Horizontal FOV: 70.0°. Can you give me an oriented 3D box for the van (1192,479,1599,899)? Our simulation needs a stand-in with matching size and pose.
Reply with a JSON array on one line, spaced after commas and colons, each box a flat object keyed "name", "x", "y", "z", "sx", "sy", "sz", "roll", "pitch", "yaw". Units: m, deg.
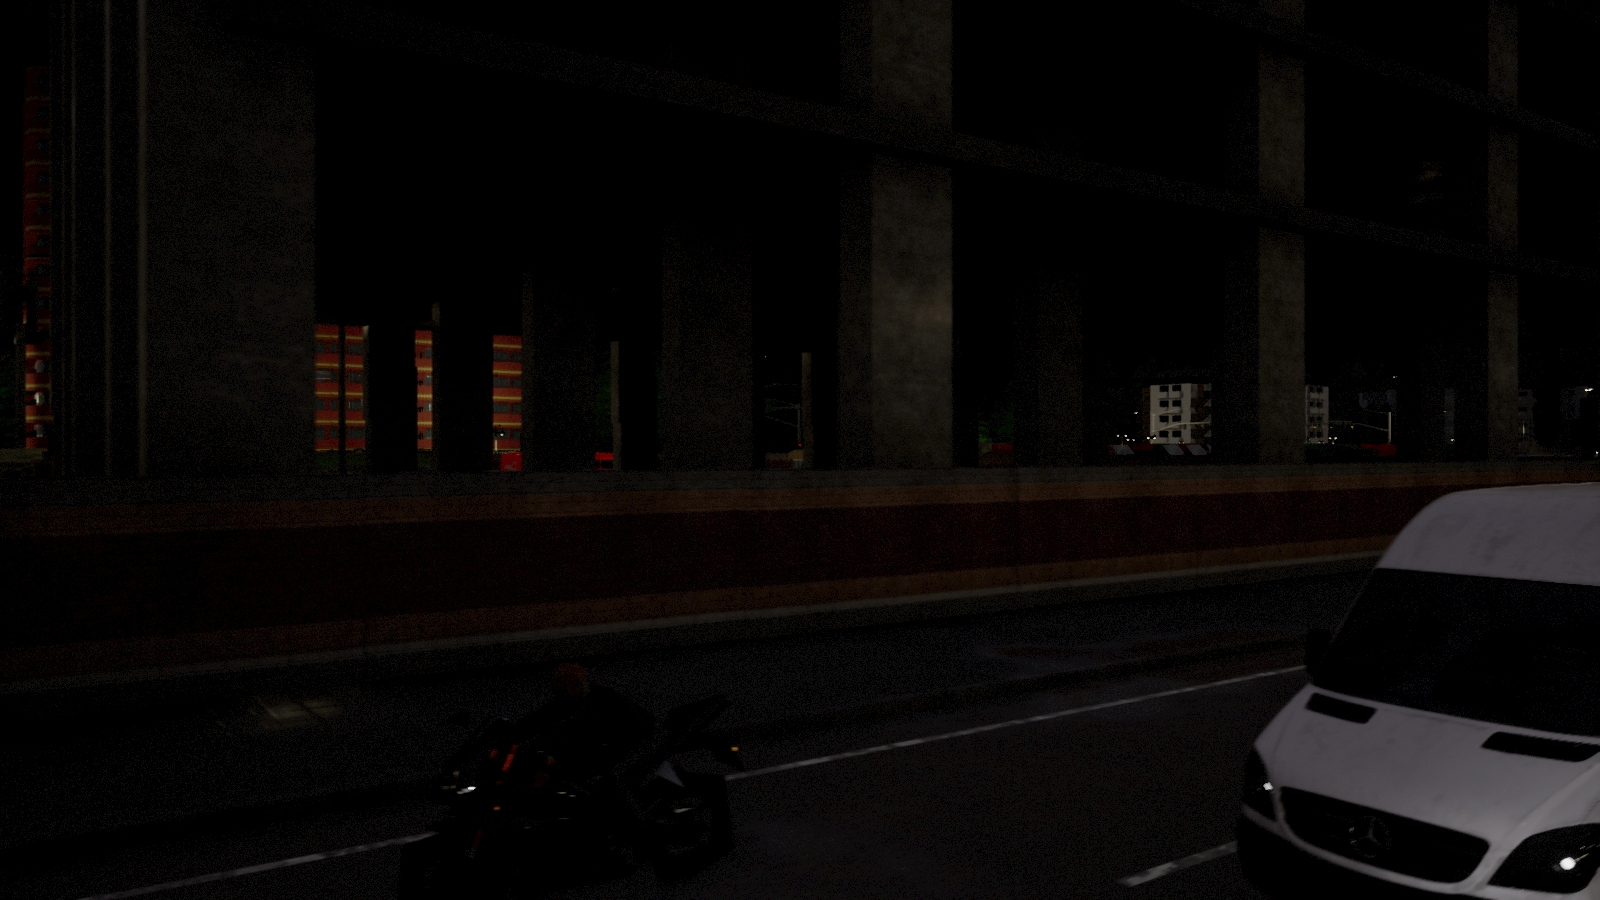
[{"name": "van", "x": 5.246, "y": 1.534, "z": 7.455, "sx": 5.915, "sy": 2.561, "sz": 1.988, "roll": 0, "pitch": 0, "yaw": -35}]
